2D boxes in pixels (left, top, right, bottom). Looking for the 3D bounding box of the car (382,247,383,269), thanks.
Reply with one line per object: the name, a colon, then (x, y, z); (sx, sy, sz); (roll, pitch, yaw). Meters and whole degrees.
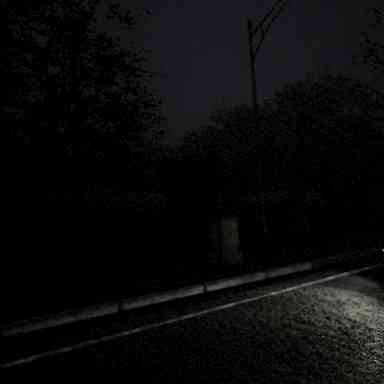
car: (7.110, 1.431, 9.123); (5.008, 1.535, 1.882); (0, 0, -36)
